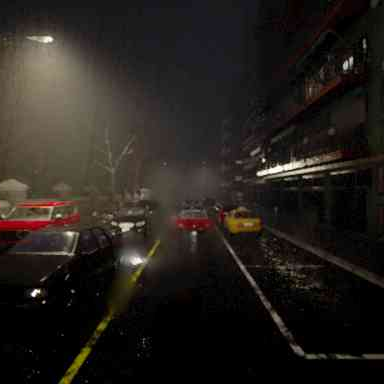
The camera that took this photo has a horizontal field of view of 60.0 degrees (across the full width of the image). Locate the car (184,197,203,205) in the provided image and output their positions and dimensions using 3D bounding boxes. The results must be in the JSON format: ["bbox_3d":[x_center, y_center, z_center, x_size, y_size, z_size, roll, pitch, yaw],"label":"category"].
[{"bbox_3d":[0.038,1.593,41.626,1.895,1.301,4.718,0,0,0],"label":"car"}]

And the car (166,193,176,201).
[{"bbox_3d":[-5.684,1.322,89.996,2.192,1.841,5.009,0,0,0],"label":"car"}]

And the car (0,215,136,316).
[{"bbox_3d":[-3.067,1.544,7.999,2.033,1.411,5.357,0,0,4],"label":"car"}]

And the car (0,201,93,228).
[{"bbox_3d":[-5.693,1.310,12.503,2.192,1.841,5.009,0,0,0],"label":"car"}]

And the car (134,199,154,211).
[{"bbox_3d":[-5.689,1.574,40.179,1.802,1.307,4.206,0,0,0],"label":"car"}]

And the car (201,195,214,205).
[{"bbox_3d":[2.693,1.537,51.249,1.887,1.381,4.507,0,0,0],"label":"car"}]

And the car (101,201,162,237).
[{"bbox_3d":[-3.089,1.485,18.064,2.128,1.511,4.902,0,0,0],"label":"car"}]

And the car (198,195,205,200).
[{"bbox_3d":[2.698,1.577,95.531,1.947,1.339,4.313,0,0,0],"label":"car"}]

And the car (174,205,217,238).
[{"bbox_3d":[0.102,1.594,17.545,1.895,1.301,4.718,0,0,0],"label":"car"}]

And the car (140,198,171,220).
[{"bbox_3d":[-3.079,1.497,28.401,1.837,1.490,4.892,0,0,0],"label":"car"}]

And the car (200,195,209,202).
[{"bbox_3d":[2.695,1.440,73.390,1.967,1.590,4.097,0,0,0],"label":"car"}]

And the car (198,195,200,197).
[{"bbox_3d":[2.695,1.563,67.855,1.947,1.339,4.313,0,0,0],"label":"car"}]

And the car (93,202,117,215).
[{"bbox_3d":[-5.691,1.433,23.574,1.967,1.590,4.097,0,0,0],"label":"car"}]

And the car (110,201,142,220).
[{"bbox_3d":[-5.690,1.537,29.109,1.887,1.381,4.507,0,0,0],"label":"car"}]

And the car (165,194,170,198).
[{"bbox_3d":[-5.686,1.520,62.150,1.752,1.417,4.829,0,0,0],"label":"car"}]

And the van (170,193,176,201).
[{"bbox_3d":[-5.685,1.346,84.460,1.690,1.788,3.998,0,0,0],"label":"van"}]

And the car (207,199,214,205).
[{"bbox_3d":[2.691,1.543,29.109,2.008,1.369,4.403,0,0,0],"label":"car"}]

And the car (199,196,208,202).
[{"bbox_3d":[2.696,1.568,78.925,1.947,1.339,4.313,0,0,0],"label":"car"}]

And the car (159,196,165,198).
[{"bbox_3d":[-5.687,1.574,51.250,1.802,1.307,4.206,0,0,0],"label":"car"}]

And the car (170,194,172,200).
[{"bbox_3d":[-5.685,1.548,67.855,2.008,1.369,4.403,0,0,0],"label":"car"}]

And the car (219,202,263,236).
[{"bbox_3d":[2.689,1.519,18.208,1.752,1.417,4.829,0,0,0],"label":"car"}]

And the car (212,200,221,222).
[{"bbox_3d":[2.690,1.538,23.573,1.887,1.381,4.507,0,0,0],"label":"car"}]
